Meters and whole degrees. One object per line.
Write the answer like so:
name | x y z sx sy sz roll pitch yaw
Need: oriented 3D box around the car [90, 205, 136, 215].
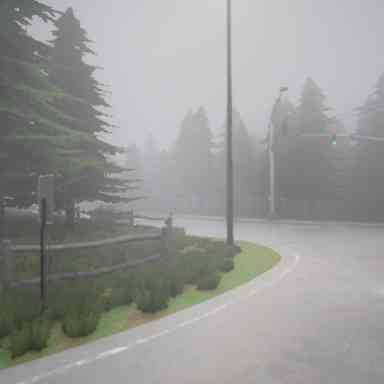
car | -6.562 1.771 27.402 1.895 1.301 4.718 0 0 -43
